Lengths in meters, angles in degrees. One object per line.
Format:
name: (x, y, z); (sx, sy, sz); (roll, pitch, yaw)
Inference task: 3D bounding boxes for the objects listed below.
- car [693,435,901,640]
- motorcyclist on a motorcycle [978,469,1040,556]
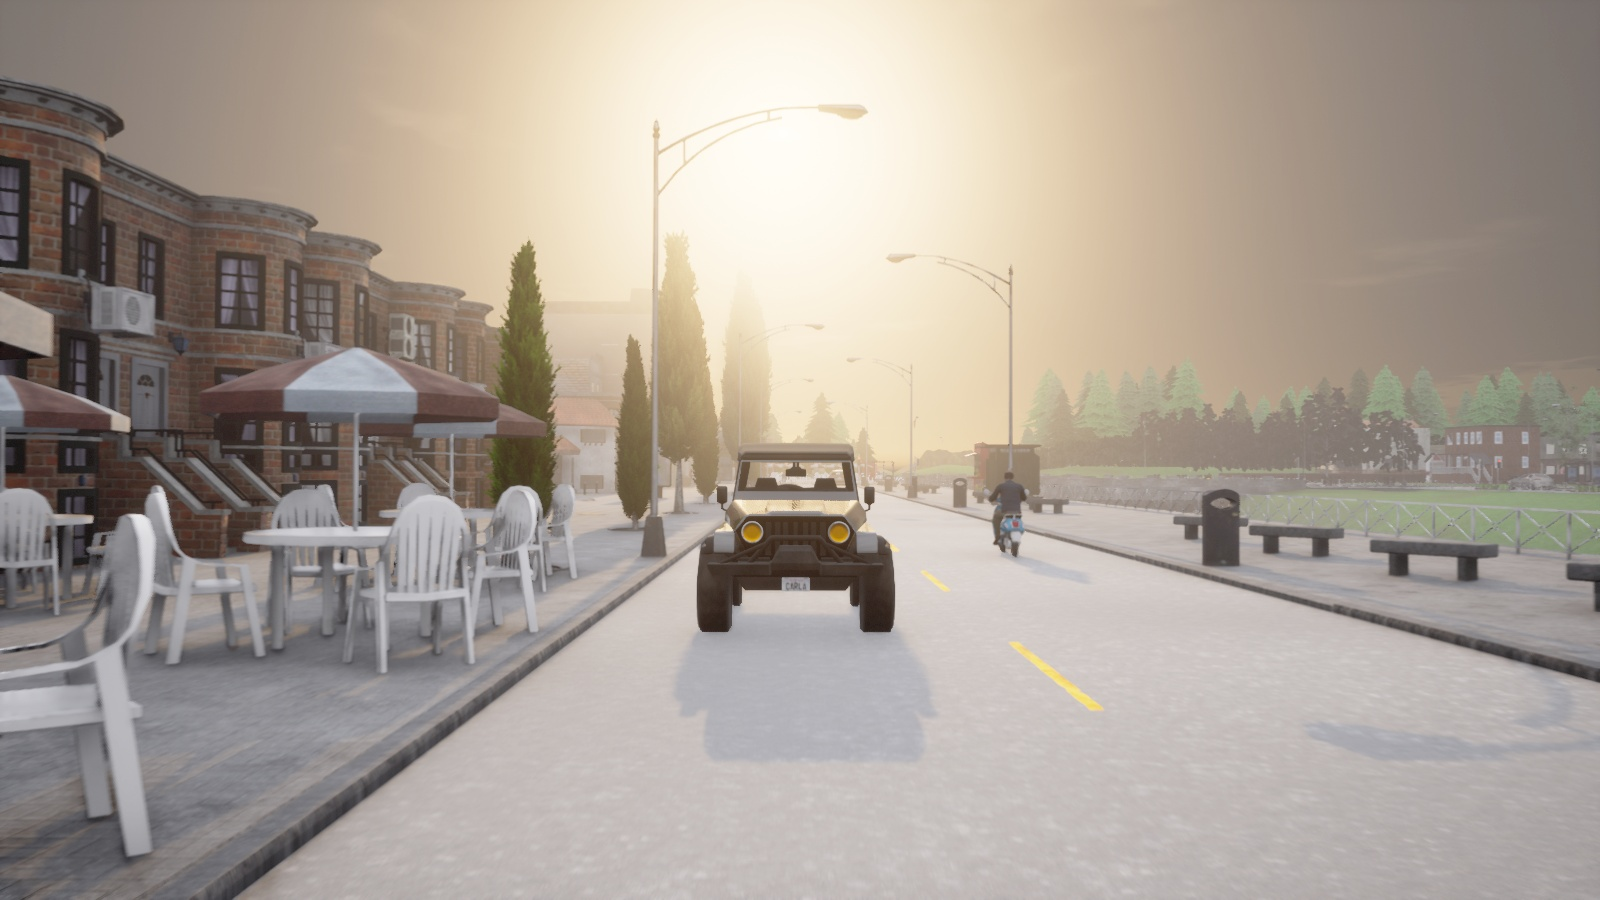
car: (-0.036, 0.836, 13.477); (1.905, 1.878, 3.866); (0, -1, 0)
motorcyclist on a motorcycle: (3.937, 1.151, 23.800); (0.866, 1.590, 1.817); (0, -1, 0)
